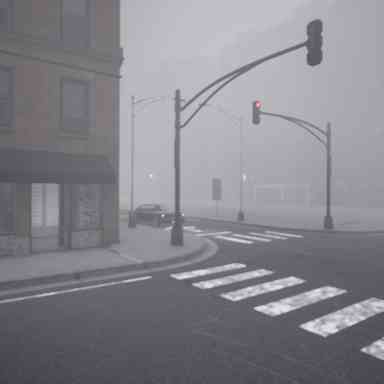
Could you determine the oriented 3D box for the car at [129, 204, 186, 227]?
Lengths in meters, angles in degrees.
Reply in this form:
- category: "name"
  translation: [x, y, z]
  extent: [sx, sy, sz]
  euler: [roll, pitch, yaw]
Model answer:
- category: "car"
  translation: [-2.363, 1.474, 21.897]
  extent: [1.895, 1.301, 4.718]
  euler: [0, 0, -35]
